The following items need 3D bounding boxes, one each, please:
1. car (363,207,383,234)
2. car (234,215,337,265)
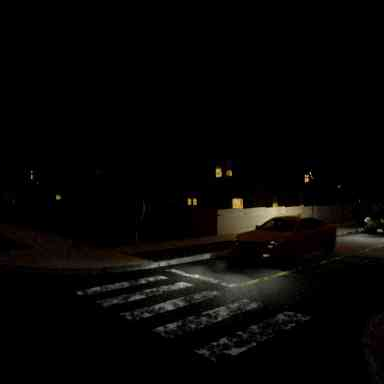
[{"bbox_3d":[12.479,1.660,20.709,4.553,1.767,2.097,1,-1,-42],"label":"car"},{"bbox_3d":[3.682,1.666,12.695,5.008,1.535,1.882,0,-1,-42],"label":"car"}]
